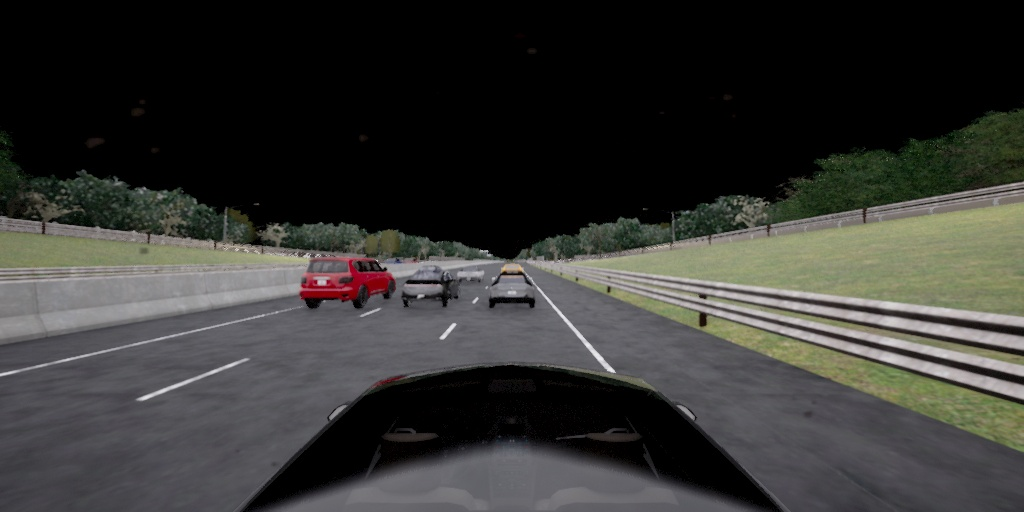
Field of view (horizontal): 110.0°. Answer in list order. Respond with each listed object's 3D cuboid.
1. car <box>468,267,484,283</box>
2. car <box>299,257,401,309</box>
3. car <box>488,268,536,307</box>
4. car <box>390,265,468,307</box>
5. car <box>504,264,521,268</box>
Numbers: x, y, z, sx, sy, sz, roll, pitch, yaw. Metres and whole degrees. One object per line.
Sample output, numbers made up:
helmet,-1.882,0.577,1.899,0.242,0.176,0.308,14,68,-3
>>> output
car,-3.463,1.570,30.948,1.895,1.301,4.718,0,0,0
car,-6.997,1.081,15.881,2.150,2.045,5.566,0,0,0
car,0.007,1.431,16.169,1.994,1.385,4.181,0,0,0
car,-3.494,1.359,16.152,2.128,1.511,4.902,0,0,0
car,0.042,1.449,31.298,1.882,1.535,5.008,0,0,0
